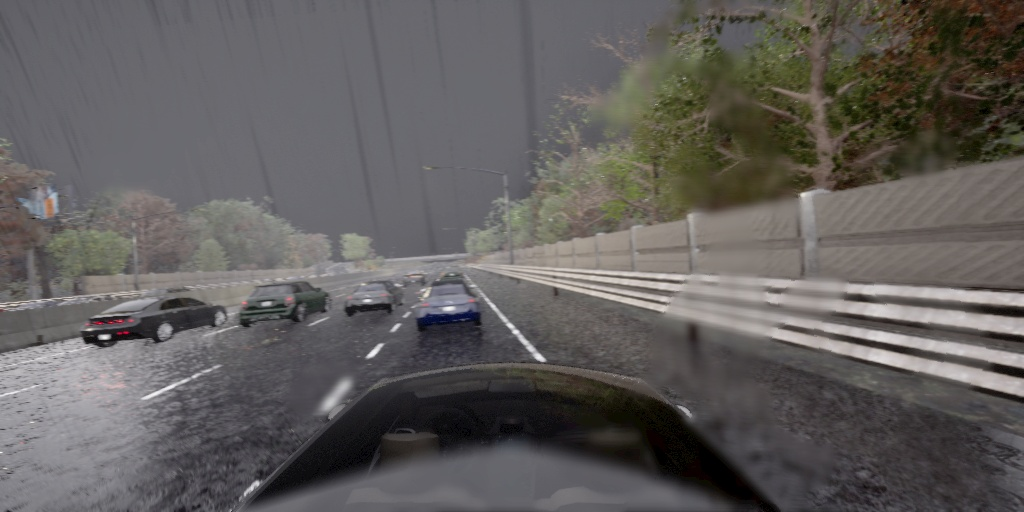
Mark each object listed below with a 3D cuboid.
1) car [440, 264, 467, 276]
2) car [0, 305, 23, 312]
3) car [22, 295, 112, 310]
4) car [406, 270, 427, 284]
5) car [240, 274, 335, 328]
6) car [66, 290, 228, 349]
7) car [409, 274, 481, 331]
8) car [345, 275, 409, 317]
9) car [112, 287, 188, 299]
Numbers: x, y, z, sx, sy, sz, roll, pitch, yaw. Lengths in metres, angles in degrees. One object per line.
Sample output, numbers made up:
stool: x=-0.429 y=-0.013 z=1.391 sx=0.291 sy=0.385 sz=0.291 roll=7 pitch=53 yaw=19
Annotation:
car: x=-5.618 y=1.680 z=33.440 sx=2.097 sy=1.767 sz=4.553 roll=-4 pitch=0 yaw=-9
car: x=-32.620 y=3.833 z=24.991 sx=2.033 sy=1.411 sz=5.357 roll=-4 pitch=0 yaw=-9
car: x=-28.996 y=3.505 z=24.452 sx=2.128 sy=1.511 sz=4.902 roll=-4 pitch=0 yaw=-9
car: x=-9.158 y=2.087 z=34.147 sx=2.128 sy=1.511 sz=4.902 roll=-4 pitch=0 yaw=-9
car: x=-9.697 y=1.890 z=15.742 sx=2.097 sy=1.767 sz=4.553 roll=-4 pitch=0 yaw=-9
car: x=-12.828 y=2.262 z=13.325 sx=1.837 sy=1.490 sz=4.892 roll=-4 pitch=0 yaw=-9
car: x=-2.150 y=1.526 z=12.333 sx=1.994 sy=1.385 sz=4.181 roll=-4 pitch=0 yaw=-9
car: x=-6.318 y=1.857 z=16.823 sx=1.994 sy=1.385 sz=4.181 roll=-4 pitch=0 yaw=-9
car: x=-25.771 y=3.136 z=26.298 sx=2.097 sy=1.767 sz=4.553 roll=-4 pitch=0 yaw=-9
